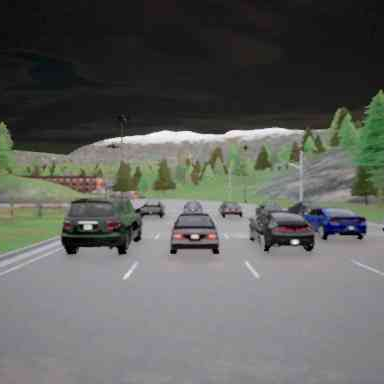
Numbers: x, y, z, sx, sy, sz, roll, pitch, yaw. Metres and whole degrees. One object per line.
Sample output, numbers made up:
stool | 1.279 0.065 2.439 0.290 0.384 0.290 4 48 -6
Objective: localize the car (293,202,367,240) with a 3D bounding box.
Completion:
car | 7.096 1.498 17.309 1.882 1.535 5.008 0 -1 0

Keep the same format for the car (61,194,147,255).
car | -3.405 1.239 13.561 2.150 2.045 5.566 0 0 0

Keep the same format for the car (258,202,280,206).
car | 7.071 1.599 30.533 1.994 1.385 4.181 0 0 0

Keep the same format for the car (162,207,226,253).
car | 0.097 1.563 13.747 2.033 1.411 5.357 0 0 0

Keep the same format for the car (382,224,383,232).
car | 10.597 1.563 14.497 2.033 1.411 5.357 0 0 0

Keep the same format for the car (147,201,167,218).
car | -3.422 1.527 30.100 2.128 1.511 4.902 0 0 0

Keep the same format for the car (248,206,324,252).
car | 3.596 1.519 14.019 1.837 1.490 4.892 0 -1 0

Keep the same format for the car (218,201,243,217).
car | 3.566 1.583 31.272 2.033 1.411 5.357 0 0 -1

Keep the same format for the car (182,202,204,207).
car | 0.083 1.583 30.316 2.033 1.411 5.357 0 0 0
